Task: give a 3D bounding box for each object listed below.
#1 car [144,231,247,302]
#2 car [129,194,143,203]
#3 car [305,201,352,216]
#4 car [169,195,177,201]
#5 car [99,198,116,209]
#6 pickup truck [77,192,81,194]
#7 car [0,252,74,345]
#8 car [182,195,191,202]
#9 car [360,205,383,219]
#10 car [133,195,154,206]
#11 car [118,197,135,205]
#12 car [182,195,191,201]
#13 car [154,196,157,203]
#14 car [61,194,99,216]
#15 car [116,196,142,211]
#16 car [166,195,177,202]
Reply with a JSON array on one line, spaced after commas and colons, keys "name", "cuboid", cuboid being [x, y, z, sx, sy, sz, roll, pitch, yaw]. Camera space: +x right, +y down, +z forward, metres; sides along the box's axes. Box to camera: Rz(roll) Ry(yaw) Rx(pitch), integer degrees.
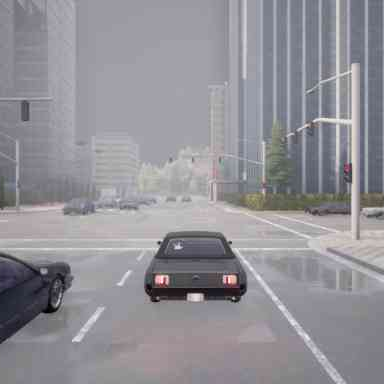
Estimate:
[{"name": "car", "cuboid": [0.067, 1.601, 8.188, 1.895, 1.301, 4.718, 0, 0, 0]}, {"name": "car", "cuboid": [-11.646, 1.355, 69.311, 2.097, 1.767, 4.553, 0, 0, -1]}, {"name": "car", "cuboid": [13.584, 1.547, 31.596, 5.357, 1.411, 2.033, 0, 0, -3]}, {"name": "car", "cuboid": [-4.885, 1.524, 84.739, 1.812, 1.442, 4.674, 0, 0, -1]}, {"name": "car", "cuboid": [-11.363, 1.526, 45.120, 1.812, 1.442, 4.674, 0, 0, -1]}, {"name": "pickup truck", "cuboid": [-24.768, 1.059, 69.244, 2.390, 2.098, 6.274, 0, 0, 30]}, {"name": "car", "cuboid": [-3.436, 1.547, 4.591, 2.033, 1.411, 5.357, 0, 0, 0]}, {"name": "car", "cuboid": [-1.228, 1.553, 75.033, 1.994, 1.385, 4.181, 0, 0, -1]}, {"name": "car", "cuboid": [16.939, 1.601, 28.089, 4.718, 1.301, 1.895, 0, 0, 0]}, {"name": "car", "cuboid": [-8.002, 1.547, 55.013, 2.033, 1.411, 5.357, 0, 0, -1]}, {"name": "car", "cuboid": [-11.561, 1.547, 59.017, 2.033, 1.411, 5.357, 0, 0, -1]}, {"name": "car", "cuboid": [-1.385, 1.540, 84.808, 2.033, 1.411, 5.357, 0, 0, -1]}, {"name": "car", "cuboid": [-8.127, 1.478, 66.693, 1.882, 1.535, 5.008, 0, 0, -1]}, {"name": "car", "cuboid": [-11.110, 1.351, 32.971, 2.097, 1.767, 4.553, 0, 0, -1]}, {"name": "car", "cuboid": [-7.609, 1.564, 40.509, 1.994, 1.385, 4.181, 0, 0, -4]}, {"name": "car", "cuboid": [-4.718, 1.500, 74.571, 1.837, 1.490, 4.892, 0, 0, -1]}]
